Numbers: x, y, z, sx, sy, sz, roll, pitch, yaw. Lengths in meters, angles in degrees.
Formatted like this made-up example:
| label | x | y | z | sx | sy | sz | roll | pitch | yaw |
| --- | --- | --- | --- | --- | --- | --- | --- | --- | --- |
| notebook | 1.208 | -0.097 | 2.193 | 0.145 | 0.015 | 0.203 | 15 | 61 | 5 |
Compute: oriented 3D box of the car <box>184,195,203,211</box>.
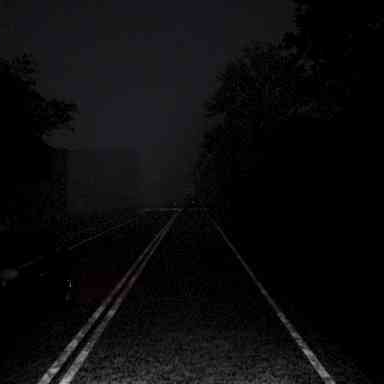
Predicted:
| label | x | y | z | sx | sy | sz | roll | pitch | yaw |
| --- | --- | --- | --- | --- | --- | --- | --- | --- | --- |
| car | 0.164 | 1.347 | 42.440 | 2.150 | 2.045 | 5.566 | 0 | 0 | 0 |

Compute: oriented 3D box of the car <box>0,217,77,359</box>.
| label | x | y | z | sx | sy | sz | roll | pitch | yaw |
| --- | --- | --- | --- | --- | --- | --- | --- | --- | --- |
| car | -3.350 | 1.352 | 4.748 | 2.097 | 1.767 | 4.553 | 0 | 0 | 0 |

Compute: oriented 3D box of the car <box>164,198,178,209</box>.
| label | x | y | z | sx | sy | sz | roll | pitch | yaw |
| --- | --- | --- | --- | --- | --- | --- | --- | --- | --- |
| car | -3.120 | 1.662 | 50.039 | 1.882 | 1.535 | 5.008 | 0 | 0 | 1 |
